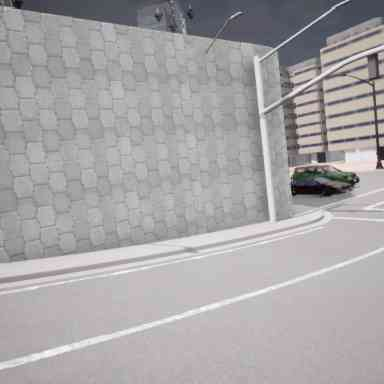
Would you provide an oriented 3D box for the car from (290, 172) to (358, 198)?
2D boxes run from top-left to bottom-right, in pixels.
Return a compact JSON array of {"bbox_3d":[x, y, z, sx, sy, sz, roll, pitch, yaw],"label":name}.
[{"bbox_3d":[9.196,-0.426,25.190,2.033,1.411,5.357,-10,6,-35],"label":"car"}]

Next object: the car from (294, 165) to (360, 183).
[{"bbox_3d":[11.159,-1.266,28.329,2.150,2.045,5.566,-10,6,-35],"label":"car"}]
